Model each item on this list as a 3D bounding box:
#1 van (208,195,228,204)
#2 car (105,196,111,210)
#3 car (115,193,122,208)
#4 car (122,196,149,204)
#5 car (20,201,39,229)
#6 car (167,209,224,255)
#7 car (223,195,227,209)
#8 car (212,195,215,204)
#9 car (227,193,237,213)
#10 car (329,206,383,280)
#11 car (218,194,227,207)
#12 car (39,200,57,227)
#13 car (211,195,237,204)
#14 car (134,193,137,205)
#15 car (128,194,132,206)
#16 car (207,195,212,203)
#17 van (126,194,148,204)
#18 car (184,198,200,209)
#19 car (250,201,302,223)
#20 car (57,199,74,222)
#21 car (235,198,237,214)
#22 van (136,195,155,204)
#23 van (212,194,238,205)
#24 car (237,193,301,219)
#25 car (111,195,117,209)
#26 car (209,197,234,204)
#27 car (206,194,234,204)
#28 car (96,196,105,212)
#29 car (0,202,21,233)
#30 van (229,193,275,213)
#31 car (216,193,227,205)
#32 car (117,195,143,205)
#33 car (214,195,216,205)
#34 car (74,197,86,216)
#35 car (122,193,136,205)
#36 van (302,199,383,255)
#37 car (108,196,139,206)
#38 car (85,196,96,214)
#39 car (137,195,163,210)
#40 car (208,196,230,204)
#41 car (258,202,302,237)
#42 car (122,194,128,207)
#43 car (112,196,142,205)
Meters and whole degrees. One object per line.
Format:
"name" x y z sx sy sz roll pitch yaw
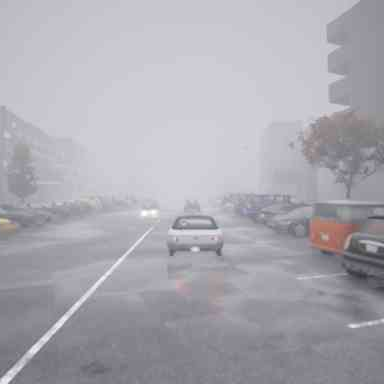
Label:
"van" 6.164 1.774 80.288 4.442 1.987 1.878 1 -2 -20
"car" -11.471 1.260 35.726 4.553 1.767 2.185 -1 0 -20
"car" -11.507 1.263 41.592 4.553 1.767 2.185 -1 0 -20
"car" -11.589 1.698 67.989 5.008 1.535 2.097 0 -1 -20
"car" -11.340 1.426 18.107 5.008 1.535 2.097 -1 0 -21
"car" 0.110 1.565 13.072 1.895 1.301 4.718 0 0 0
"car" 6.164 1.402 32.373 5.366 1.575 1.946 1 0 -20
"car" 6.206 1.501 53.377 4.792 1.488 2.163 1 0 -20
"car" 6.387 1.164 29.455 5.566 2.045 2.435 1 0 -20
"car" 6.155 1.350 8.380 4.553 1.767 2.185 1 0 -19
"car" 6.121 1.391 38.366 5.366 1.575 1.946 1 0 -20
"car" -11.337 1.448 21.053 4.792 1.488 2.163 -1 0 -21
"car" 6.198 1.517 65.357 4.553 1.767 2.185 1 -1 -20
"car" -11.610 1.217 53.310 5.566 2.045 2.435 -1 0 -20
"car" -11.569 1.416 47.454 5.008 1.535 2.097 -1 0 -20
"car" 6.053 1.539 59.308 5.366 1.575 1.946 1 -1 -20
"van" -11.687 1.538 70.888 4.442 1.987 1.878 0 -1 -20
"car" -0.002 1.450 38.979 2.033 1.411 5.357 0 0 0
"car" 6.368 1.471 20.422 4.792 1.488 2.163 1 0 -20
"car" -11.405 1.412 23.980 5.008 1.535 2.097 -1 0 -21
"car" 6.365 1.425 26.440 4.892 1.521 2.231 1 0 -20
"van" -11.640 1.868 82.615 4.442 1.987 1.878 0 -2 -20
"van" 6.119 1.362 62.327 4.442 1.987 1.878 1 -1 -20
"car" 6.391 1.182 23.436 5.566 2.045 2.435 1 0 -20
"car" -11.523 1.424 38.659 4.674 1.452 2.002 -1 0 -20
"car" 6.266 1.797 71.358 4.792 1.488 2.163 1 -2 -20
"car" 6.230 1.587 74.327 5.566 2.045 2.435 1 -1 -20
"car" -11.471 1.390 32.784 5.008 1.535 2.097 -1 0 -20
"car" -11.121 1.428 15.237 5.366 1.575 1.946 -1 0 -21
"van" 6.427 1.175 35.478 4.442 1.987 1.878 1 0 -20
"car" 6.306 1.148 41.436 5.566 2.045 2.435 1 0 -20
"car" -11.559 1.461 62.131 4.553 1.767 2.185 -1 -1 -20
"car" 6.424 1.422 47.471 5.366 1.575 1.946 1 -1 -20
"car" -11.421 1.406 26.914 4.892 1.521 2.231 -1 0 -21
"car" -11.746 1.436 50.326 5.366 1.575 1.946 -1 0 -20
"van" 6.345 1.242 11.433 4.442 1.987 1.878 1 0 -19
"car" -11.580 1.501 56.253 4.892 1.521 2.231 -1 0 -20
"car" -11.445 1.398 29.847 4.892 1.521 2.231 -1 0 -20
"car" -5.209 1.404 42.000 2.128 1.511 4.902 0 0 0
"car" 6.293 1.790 77.343 4.553 1.767 2.185 1 -2 -20
"car" 6.324 1.451 17.401 4.892 1.521 2.231 1 0 -19
"car" -11.544 1.398 44.522 5.008 1.535 2.097 -1 0 -20
"car" -11.582 1.543 59.191 4.892 1.521 2.231 -1 -1 -20
